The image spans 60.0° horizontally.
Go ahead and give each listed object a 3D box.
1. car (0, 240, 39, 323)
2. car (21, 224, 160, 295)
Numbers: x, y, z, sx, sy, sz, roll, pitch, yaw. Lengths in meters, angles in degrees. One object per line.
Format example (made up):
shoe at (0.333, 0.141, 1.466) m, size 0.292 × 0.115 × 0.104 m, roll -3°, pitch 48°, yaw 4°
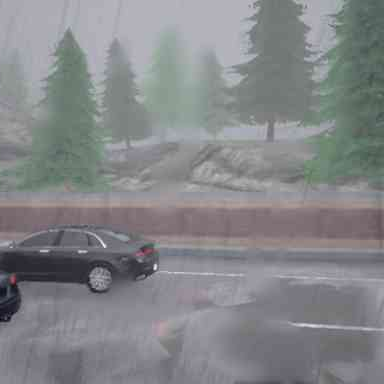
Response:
car at (-5.081, 1.624, 5.484) m, size 4.181 × 1.385 × 1.994 m, roll 0°, pitch -1°, yaw 12°
car at (-3.276, 1.603, 8.676) m, size 4.892 × 1.490 × 1.837 m, roll 0°, pitch 0°, yaw 11°
